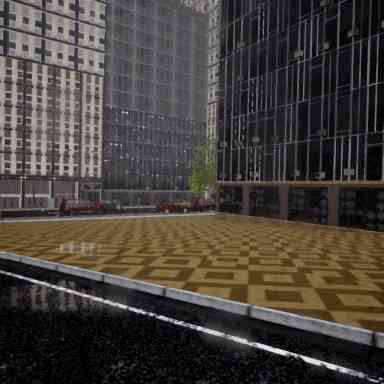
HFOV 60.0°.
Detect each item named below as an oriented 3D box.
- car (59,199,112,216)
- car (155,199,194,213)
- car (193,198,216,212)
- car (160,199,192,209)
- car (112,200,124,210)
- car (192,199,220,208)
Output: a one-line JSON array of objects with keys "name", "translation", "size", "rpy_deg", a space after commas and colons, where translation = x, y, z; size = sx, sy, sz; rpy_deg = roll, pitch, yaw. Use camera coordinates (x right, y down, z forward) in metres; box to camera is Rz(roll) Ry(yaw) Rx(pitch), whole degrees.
[{"name": "car", "translation": [-11.863, 1.652, 36.285], "size": [5.009, 1.841, 2.192], "rpy_deg": [1, 1, -34]}, {"name": "car", "translation": [-2.514, 1.972, 42.695], "size": [4.507, 1.381, 1.887], "rpy_deg": [1, 1, -34]}, {"name": "car", "translation": [2.168, 1.787, 45.895], "size": [5.009, 1.841, 2.192], "rpy_deg": [1, 1, -34]}, {"name": "car", "translation": [-2.428, 1.792, 52.303], "size": [4.829, 1.417, 1.752], "rpy_deg": [1, 1, -34]}, {"name": "car", "translation": [-11.642, 1.729, 45.993], "size": [4.403, 1.369, 2.008], "rpy_deg": [1, 1, -34]}, {"name": "car", "translation": [2.389, 1.879, 55.603], "size": [4.313, 1.339, 1.947], "rpy_deg": [1, 1, -34]}]
